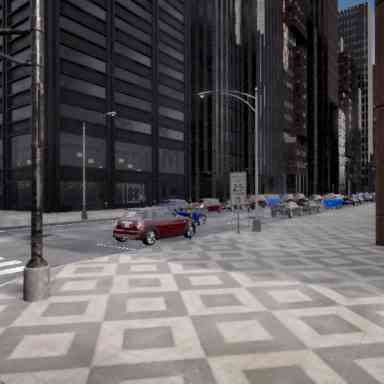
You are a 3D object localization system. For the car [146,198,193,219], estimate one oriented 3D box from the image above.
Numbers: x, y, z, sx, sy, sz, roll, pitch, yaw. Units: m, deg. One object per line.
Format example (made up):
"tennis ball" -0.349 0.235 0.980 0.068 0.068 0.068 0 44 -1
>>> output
"car" -1.925 1.396 29.325 1.967 1.590 4.097 0 0 36

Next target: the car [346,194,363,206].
"car" 24.658 1.419 51.683 1.947 1.339 4.313 0 0 36

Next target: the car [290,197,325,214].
"car" 11.557 1.465 33.469 1.947 1.339 4.313 0 0 36

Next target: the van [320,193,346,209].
"van" 18.107 1.216 42.576 1.690 1.788 3.998 0 0 36

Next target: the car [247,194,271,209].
"car" 7.901 1.233 42.987 2.192 1.841 5.009 0 0 36

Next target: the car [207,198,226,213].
"car" 1.351 1.383 33.879 1.967 1.590 4.097 0 0 36

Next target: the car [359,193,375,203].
"car" 34.484 1.369 65.345 1.887 1.381 4.507 0 0 36

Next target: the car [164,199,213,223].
"car" -1.064 1.429 20.629 1.882 1.535 5.008 0 0 37

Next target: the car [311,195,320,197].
"car" 24.278 1.305 65.756 1.967 1.590 4.097 0 0 36

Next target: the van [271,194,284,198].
"van" 11.176 1.247 47.540 1.690 1.788 3.998 0 0 36

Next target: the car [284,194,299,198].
"car" 14.452 1.210 52.095 2.192 1.841 5.009 0 0 36

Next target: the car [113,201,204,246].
"car" -1.543 1.393 15.256 1.967 1.590 4.097 0 0 36

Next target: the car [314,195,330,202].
"car" 27.554 1.406 70.310 2.008 1.369 4.403 0 0 36

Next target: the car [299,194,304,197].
"car" 17.727 1.199 56.648 2.192 1.841 5.009 0 0 36

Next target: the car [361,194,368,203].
"car" 27.933 1.409 56.237 1.947 1.339 4.313 0 0 36

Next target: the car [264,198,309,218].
"car" 8.282 1.463 28.916 2.008 1.369 4.403 0 0 36

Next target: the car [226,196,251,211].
"car" 4.626 1.481 38.433 2.008 1.369 4.403 0 0 36

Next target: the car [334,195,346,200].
"car" 37.380 1.396 83.972 1.947 1.339 4.313 0 0 36

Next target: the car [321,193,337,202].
"car" 30.829 1.161 74.864 2.192 1.841 5.009 0 0 36

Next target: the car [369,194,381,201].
"car" 41.034 1.247 74.451 1.967 1.590 4.097 0 0 36
